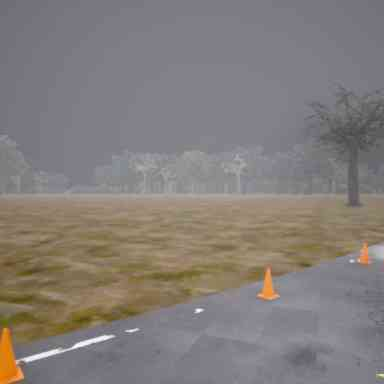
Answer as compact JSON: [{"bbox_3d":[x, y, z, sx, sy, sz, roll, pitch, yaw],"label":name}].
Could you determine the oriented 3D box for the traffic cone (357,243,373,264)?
[{"bbox_3d":[5.278,1.842,10.152,0.340,0.580,0.340,-1,1,-42],"label":"traffic cone"}]

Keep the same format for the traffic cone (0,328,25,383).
[{"bbox_3d":[-2.222,1.927,3.977,0.340,0.580,0.340,-1,1,-36],"label":"traffic cone"}]

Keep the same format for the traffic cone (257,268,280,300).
[{"bbox_3d":[1.608,1.887,6.967,0.340,0.580,0.340,-1,1,-39],"label":"traffic cone"}]
